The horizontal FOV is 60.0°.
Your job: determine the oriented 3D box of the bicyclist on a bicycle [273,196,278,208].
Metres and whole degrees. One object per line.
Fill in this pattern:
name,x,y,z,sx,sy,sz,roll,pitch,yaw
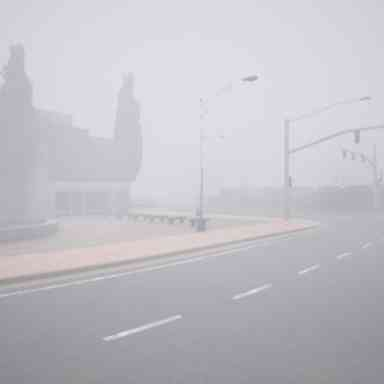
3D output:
bicyclist on a bicycle,12.032,1.438,47.864,1.656,1.620,0.582,-7,5,-44

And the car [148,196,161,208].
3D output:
car,-7.149,1.777,51.719,1.994,1.385,4.181,0,0,-45

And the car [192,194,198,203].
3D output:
car,2.069,1.445,73.559,1.905,1.878,3.866,0,0,44

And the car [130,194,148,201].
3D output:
car,-14.165,1.522,89.163,1.932,1.855,4.605,0,0,44

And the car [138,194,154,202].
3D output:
car,-12.115,1.514,87.120,1.905,1.878,3.866,0,0,44

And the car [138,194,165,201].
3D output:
car,-7.898,1.734,62.619,1.882,1.535,5.008,0,0,-44

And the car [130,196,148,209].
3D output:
car,-8.999,1.680,48.611,1.882,1.535,5.008,0,0,-45

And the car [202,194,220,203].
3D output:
car,4.151,1.674,71.546,1.970,1.475,3.806,0,0,44
